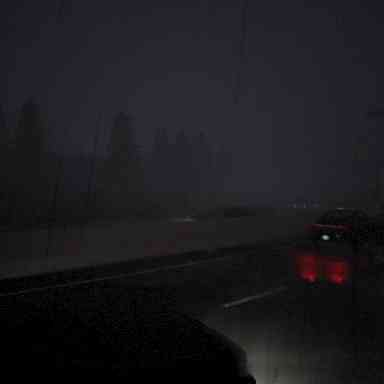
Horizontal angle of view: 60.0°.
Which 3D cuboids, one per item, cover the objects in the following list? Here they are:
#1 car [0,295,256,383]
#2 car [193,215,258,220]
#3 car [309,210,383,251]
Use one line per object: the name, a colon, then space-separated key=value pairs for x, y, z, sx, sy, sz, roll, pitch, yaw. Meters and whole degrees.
car: x=-1.981 y=1.557 z=2.361 sx=5.357 sy=1.411 sz=2.033 roll=0 pitch=0 yaw=-37
car: x=1.957 y=1.546 z=19.708 sx=5.008 sy=1.535 sz=1.882 roll=0 pitch=0 yaw=-44
car: x=6.924 y=1.541 z=14.527 sx=4.902 sy=1.511 sz=2.128 roll=0 pitch=0 yaw=-43
